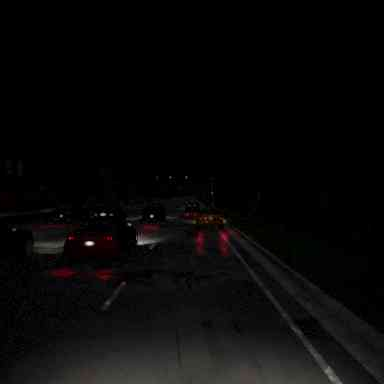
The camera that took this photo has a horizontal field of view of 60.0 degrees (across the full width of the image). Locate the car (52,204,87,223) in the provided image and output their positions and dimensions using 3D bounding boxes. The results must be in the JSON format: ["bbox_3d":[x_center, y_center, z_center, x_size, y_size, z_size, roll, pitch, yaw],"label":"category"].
[{"bbox_3d":[-10.409,1.782,28.953,1.882,1.535,5.008,0,0,0],"label":"car"}]

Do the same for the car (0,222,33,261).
[{"bbox_3d":[-6.904,1.589,10.535,1.882,1.535,5.008,0,-1,0],"label":"car"}]

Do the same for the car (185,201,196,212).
[{"bbox_3d":[0.034,1.972,45.550,2.128,1.511,4.902,0,-1,0],"label":"car"}]

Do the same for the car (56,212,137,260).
[{"bbox_3d":[-3.404,1.702,13.045,1.994,1.385,4.181,0,-1,0],"label":"car"}]

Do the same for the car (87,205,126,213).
[{"bbox_3d":[-6.908,1.847,28.456,2.033,1.411,5.357,0,-1,0],"label":"car"}]

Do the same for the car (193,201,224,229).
[{"bbox_3d":[1.218,1.708,23.913,1.801,1.575,5.366,0,-1,0],"label":"car"}]

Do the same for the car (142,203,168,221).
[{"bbox_3d":[-3.408,1.829,30.724,1.837,1.490,4.892,0,0,0],"label":"car"}]

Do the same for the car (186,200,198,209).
[{"bbox_3d":[-0.015,2.157,56.328,1.994,1.385,4.181,0,-1,0],"label":"car"}]
